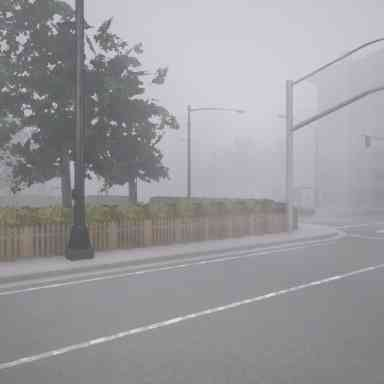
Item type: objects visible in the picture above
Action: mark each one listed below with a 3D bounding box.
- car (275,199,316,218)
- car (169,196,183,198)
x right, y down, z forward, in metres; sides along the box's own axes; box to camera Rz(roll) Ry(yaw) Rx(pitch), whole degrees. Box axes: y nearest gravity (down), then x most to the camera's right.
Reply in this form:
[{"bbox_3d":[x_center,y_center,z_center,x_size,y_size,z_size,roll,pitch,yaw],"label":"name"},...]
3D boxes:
[{"bbox_3d":[9.026,1.477,30.749,1.882,1.535,5.008,0,0,-35],"label":"car"},{"bbox_3d":[-1.817,1.351,46.419,2.097,1.767,4.553,0,0,-34],"label":"car"}]
